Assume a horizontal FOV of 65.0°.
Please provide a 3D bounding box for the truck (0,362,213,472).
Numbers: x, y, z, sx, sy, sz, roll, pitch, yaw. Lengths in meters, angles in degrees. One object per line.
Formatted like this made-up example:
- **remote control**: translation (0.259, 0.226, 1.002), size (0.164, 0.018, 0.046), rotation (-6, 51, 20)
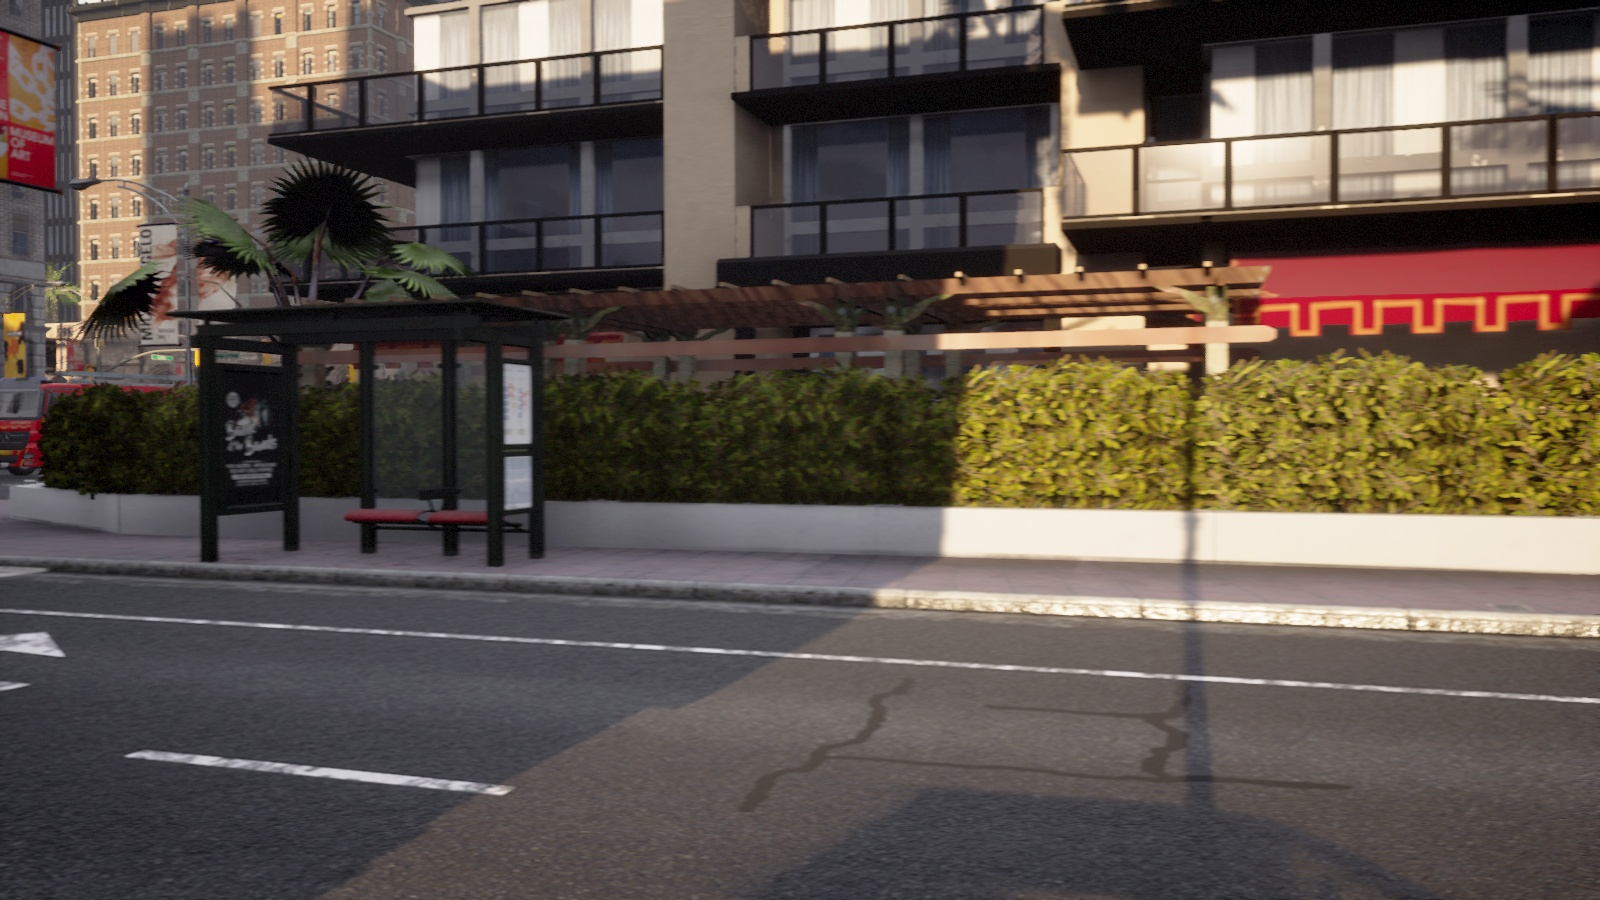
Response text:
- **truck**: translation (-26.793, -1.207, 47.955), size (2.891, 3.827, 8.468), rotation (1, 1, 18)
